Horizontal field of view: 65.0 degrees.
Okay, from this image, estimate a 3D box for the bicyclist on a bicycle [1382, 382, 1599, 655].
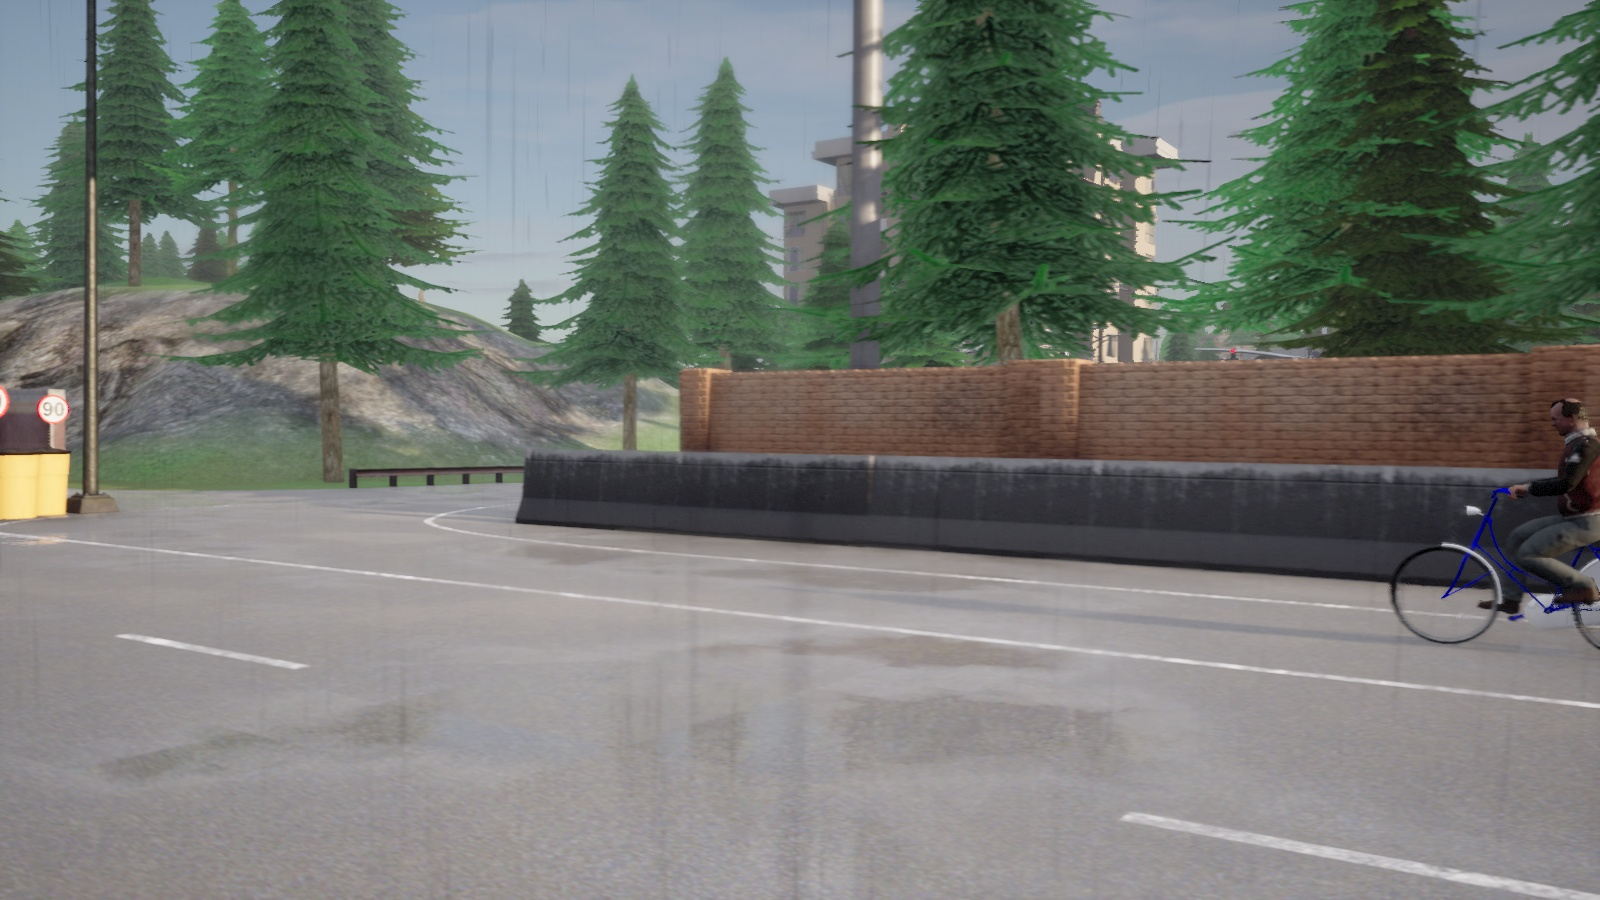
[{"bbox_3d":[5.071,0.438,8.655,1.843,1.776,0.659,0,1,34],"label":"bicyclist on a bicycle"}]
